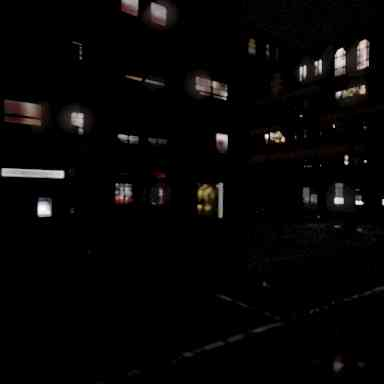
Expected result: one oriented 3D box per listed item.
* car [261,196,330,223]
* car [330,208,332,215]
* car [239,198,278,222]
[{"bbox_3d":[7.787,1.414,26.907,2.150,2.045,5.566,1,1,-36],"label":"car"},{"bbox_3d":[11.066,1.726,31.624,2.008,1.369,4.403,0,-1,-36],"label":"car"},{"bbox_3d":[4.460,1.523,26.871,1.967,1.590,4.097,0,-1,-36],"label":"car"}]
